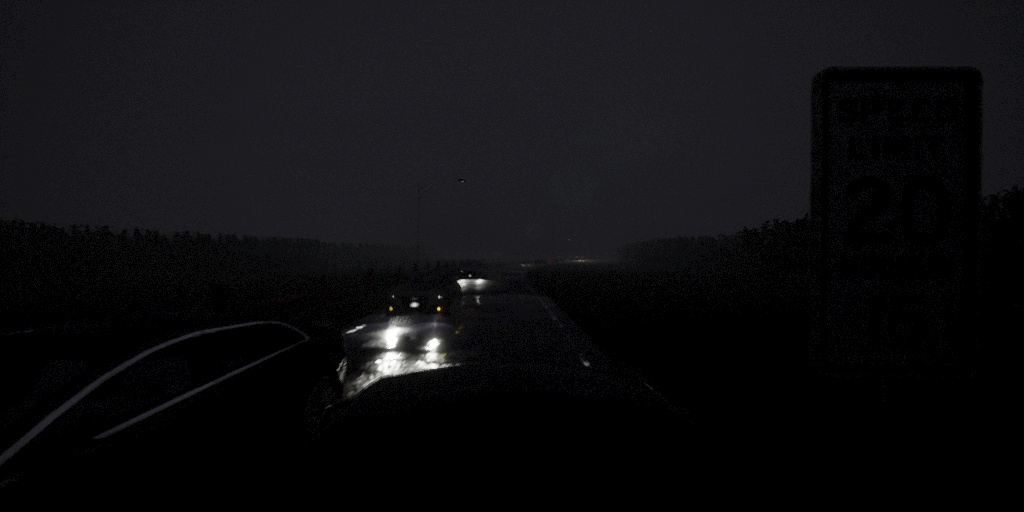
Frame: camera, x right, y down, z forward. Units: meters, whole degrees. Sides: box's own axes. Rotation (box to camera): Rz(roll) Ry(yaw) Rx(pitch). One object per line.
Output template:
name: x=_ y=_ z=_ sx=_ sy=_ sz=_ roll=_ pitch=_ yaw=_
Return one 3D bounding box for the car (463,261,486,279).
car: x=-3.257 y=1.153 z=30.770 sx=2.033 sy=1.411 sz=5.357 roll=0 pitch=0 yaw=1

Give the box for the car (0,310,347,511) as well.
car: x=-2.897 y=1.222 z=2.353 sx=2.128 sy=1.511 sz=4.902 roll=0 pitch=0 yaw=0

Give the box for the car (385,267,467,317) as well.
car: x=-2.932 y=1.250 z=12.656 sx=1.994 sy=1.385 sz=4.181 roll=0 pitch=0 yaw=-1
